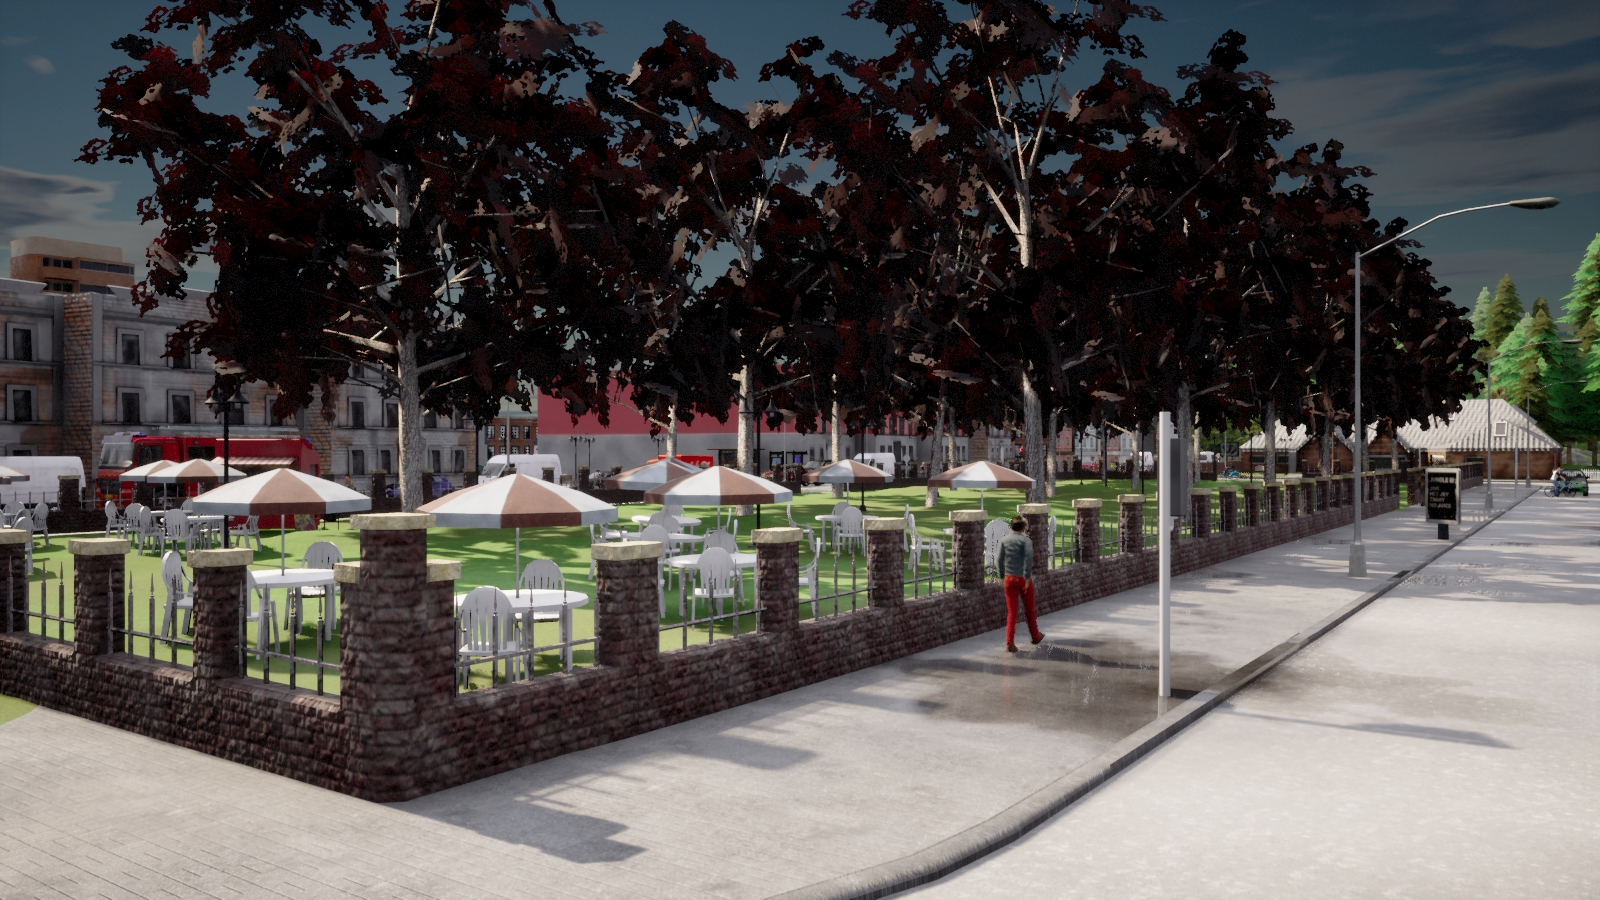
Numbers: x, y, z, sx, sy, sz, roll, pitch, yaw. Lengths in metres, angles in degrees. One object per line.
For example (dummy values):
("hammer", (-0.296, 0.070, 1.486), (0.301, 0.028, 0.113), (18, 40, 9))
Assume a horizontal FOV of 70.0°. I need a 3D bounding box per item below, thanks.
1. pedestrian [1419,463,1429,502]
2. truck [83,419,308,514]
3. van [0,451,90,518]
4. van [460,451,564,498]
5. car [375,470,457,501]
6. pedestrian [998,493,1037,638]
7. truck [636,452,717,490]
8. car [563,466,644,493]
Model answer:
("pedestrian", (29.457, 1.525, 53.912), (0.375, 1.860, 0.375), (0, 0, 35))
("truck", (-26.598, 0.670, 50.778), (2.891, 3.827, 8.468), (0, 0, 35))
("van", (-31.021, 1.314, 44.007), (1.988, 2.561, 5.915), (0, 0, 35))
("van", (-16.329, 1.314, 65.083), (1.988, 2.561, 5.915), (0, 0, 35))
("car", (-20.045, 1.818, 59.739), (1.845, 1.501, 3.633), (0, 0, 35))
("pedestrian", (2.889, 1.517, 15.157), (0.375, 1.860, 0.375), (0, 0, 37))
("truck", (-8.233, 1.348, 76.671), (2.627, 2.467, 5.204), (0, 0, 35))
("car", (-12.166, 1.814, 71.050), (2.097, 1.535, 5.006), (0, 0, 35))
